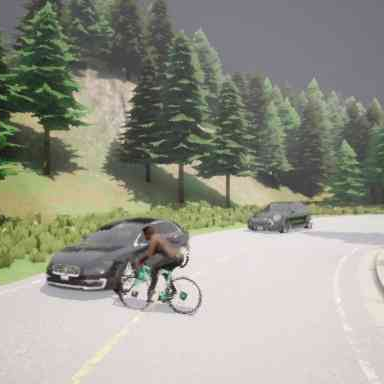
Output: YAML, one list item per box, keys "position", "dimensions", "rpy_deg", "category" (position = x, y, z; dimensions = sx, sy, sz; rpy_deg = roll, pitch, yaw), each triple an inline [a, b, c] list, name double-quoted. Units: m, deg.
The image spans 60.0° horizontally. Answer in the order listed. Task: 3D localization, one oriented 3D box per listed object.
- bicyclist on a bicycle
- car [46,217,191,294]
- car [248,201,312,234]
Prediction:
- position: [-0.629, 1.453, 6.181]
  dimensions: [1.656, 1.620, 0.582]
  rpy_deg: [-2, -1, 16]
  category: "bicyclist on a bicycle"
- position: [-1.636, 1.505, 9.047]
  dimensions: [1.837, 1.490, 4.892]
  rpy_deg: [0, 0, 24]
  category: "car"
- position: [5.168, 1.351, 19.325]
  dimensions: [2.097, 1.767, 4.553]
  rpy_deg: [0, 0, 43]
  category: "car"
